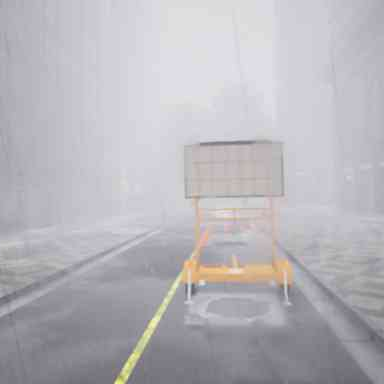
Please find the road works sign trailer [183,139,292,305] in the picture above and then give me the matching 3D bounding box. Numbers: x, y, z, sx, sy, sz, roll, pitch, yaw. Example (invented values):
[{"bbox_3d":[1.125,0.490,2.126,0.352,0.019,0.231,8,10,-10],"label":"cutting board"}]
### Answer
[{"bbox_3d":[1.044,0.538,8.272,2.380,3.560,2.880,-1,-1,6],"label":"road works sign trailer"}]
